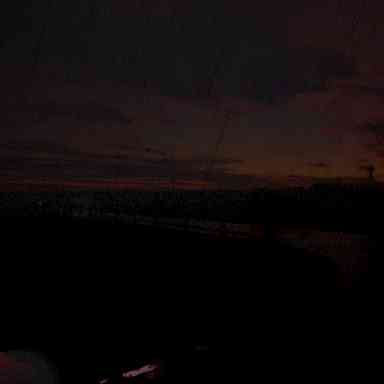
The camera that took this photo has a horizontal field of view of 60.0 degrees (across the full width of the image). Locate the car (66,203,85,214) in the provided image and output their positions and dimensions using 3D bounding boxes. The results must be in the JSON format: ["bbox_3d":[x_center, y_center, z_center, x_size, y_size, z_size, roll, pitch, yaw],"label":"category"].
[{"bbox_3d":[-17.865,2.463,50.799,2.128,1.511,4.902,0,-1,-35],"label":"car"}]

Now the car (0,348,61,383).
[{"bbox_3d":[-2.742,1.527,0.988,4.674,1.442,1.812,0,0,-36],"label":"car"}]

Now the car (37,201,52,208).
[{"bbox_3d":[-35.661,3.209,81.534,2.033,1.411,5.357,0,-1,-35],"label":"car"}]
